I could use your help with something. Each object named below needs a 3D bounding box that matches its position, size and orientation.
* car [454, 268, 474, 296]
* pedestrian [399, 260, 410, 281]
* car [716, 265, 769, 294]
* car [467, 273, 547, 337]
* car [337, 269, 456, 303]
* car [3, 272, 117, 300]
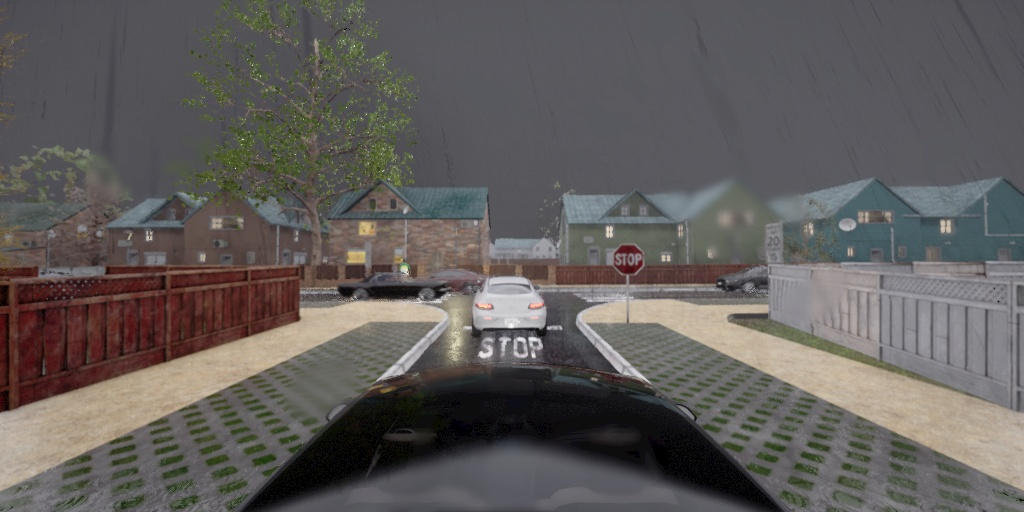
[{"bbox_3d":[-3.485,1.394,19.315,4.674,1.442,1.812,-1,-1,1],"label":"car"},{"bbox_3d":[-6.693,1.116,22.280,0.375,1.860,0.375,0,-1,1],"label":"pedestrian"},{"bbox_3d":[13.510,1.225,19.078,4.892,1.490,1.837,0,-1,1],"label":"car"},{"bbox_3d":[-0.139,1.279,10.196,1.812,1.442,4.674,0,0,-3],"label":"car"},{"bbox_3d":[-5.216,1.411,16.389,4.718,1.301,1.895,-1,-1,1],"label":"car"},{"bbox_3d":[-21.676,1.491,16.623,4.892,1.490,1.837,-1,-1,1],"label":"car"}]
